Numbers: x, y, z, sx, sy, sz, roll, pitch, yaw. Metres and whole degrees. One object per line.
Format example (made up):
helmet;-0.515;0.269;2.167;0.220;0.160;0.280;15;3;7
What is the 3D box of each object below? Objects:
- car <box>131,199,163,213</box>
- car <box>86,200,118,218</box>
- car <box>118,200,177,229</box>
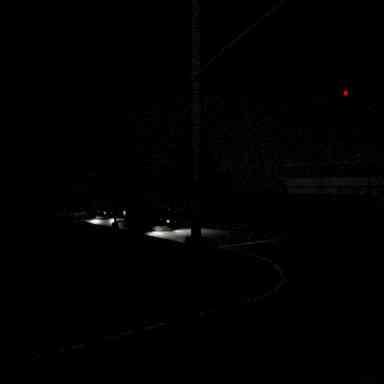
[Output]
car;-5.158;1.564;38.761;1.994;1.385;4.181;0;0;21
car;-8.378;1.505;30.099;1.837;1.490;4.892;0;0;-26
car;-2.846;1.505;21.858;1.837;1.490;4.892;0;0;-36
